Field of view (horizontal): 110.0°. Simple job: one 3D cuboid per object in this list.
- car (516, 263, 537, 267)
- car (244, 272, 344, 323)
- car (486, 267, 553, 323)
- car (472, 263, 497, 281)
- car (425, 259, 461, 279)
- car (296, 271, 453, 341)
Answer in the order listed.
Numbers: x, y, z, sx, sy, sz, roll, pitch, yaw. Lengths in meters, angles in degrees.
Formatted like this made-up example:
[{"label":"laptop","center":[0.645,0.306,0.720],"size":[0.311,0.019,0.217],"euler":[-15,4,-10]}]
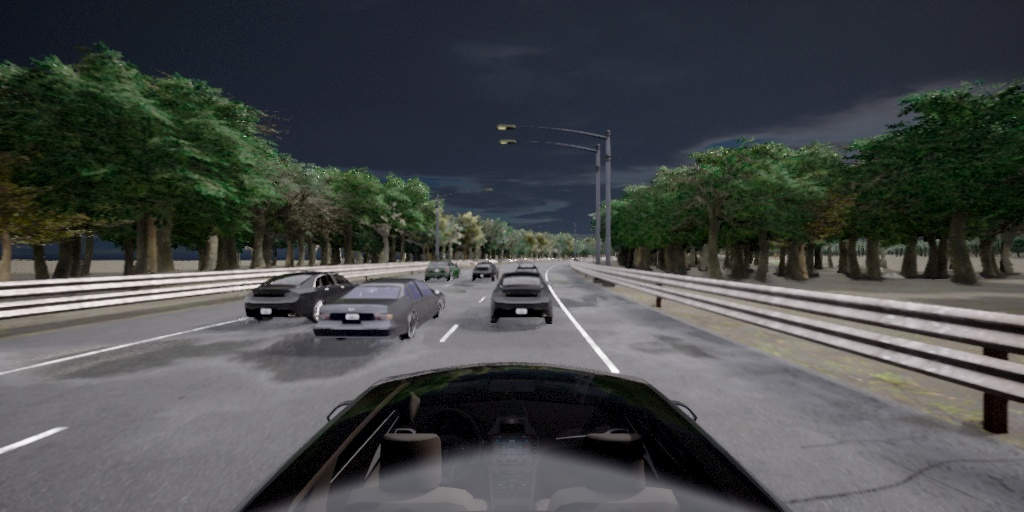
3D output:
[{"label":"car","center":[1.329,1.292,30.402],"size":[2.128,1.511,4.902],"euler":[0,0,5]},{"label":"car","center":[-6.664,1.273,12.238],"size":[1.837,1.490,4.892],"euler":[0,0,2]},{"label":"car","center":[0.336,1.274,12.210],"size":[1.837,1.490,4.892],"euler":[0,0,2]},{"label":"car","center":[-2.162,1.304,30.520],"size":[1.837,1.490,4.892],"euler":[0,0,4]},{"label":"car","center":[-5.698,1.150,30.121],"size":[2.097,1.767,4.553],"euler":[0,0,4]},{"label":"car","center":[-3.243,1.312,9.940],"size":[2.033,1.411,5.357],"euler":[0,0,2]}]
